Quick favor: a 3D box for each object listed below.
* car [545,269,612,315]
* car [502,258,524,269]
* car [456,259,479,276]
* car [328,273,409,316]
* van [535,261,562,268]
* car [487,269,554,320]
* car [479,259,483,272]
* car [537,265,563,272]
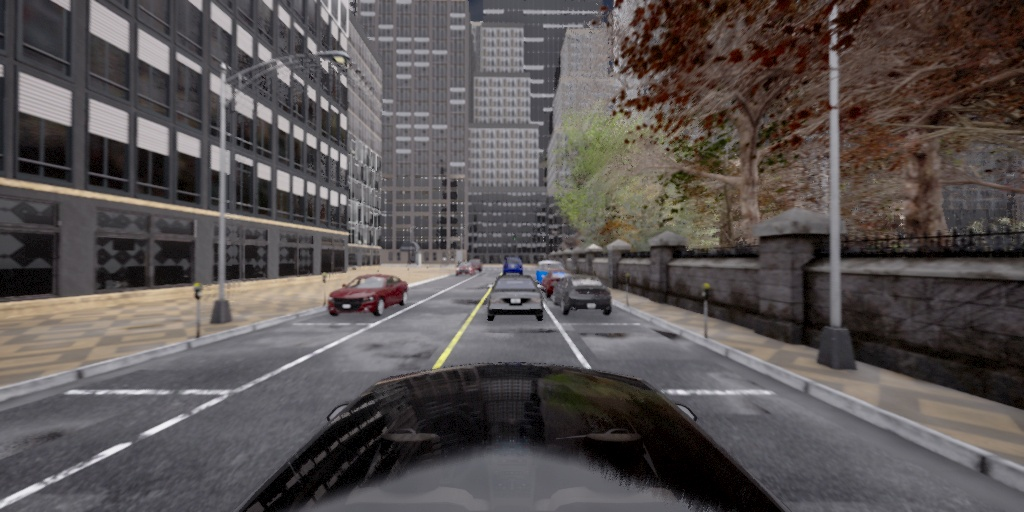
[{"bbox_3d":[2.563,1.380,13.761,2.007,1.370,4.403,0,0,0],"label":"car"},{"bbox_3d":[0.092,1.212,39.164,2.150,2.045,5.566,0,0,0],"label":"car"},{"bbox_3d":[-5.324,1.446,41.488,1.967,1.591,4.097,0,0,0],"label":"car"},{"bbox_3d":[-5.318,1.375,13.763,1.888,1.381,4.507,0,0,0],"label":"car"},{"bbox_3d":[2.560,1.242,24.852,1.690,1.789,3.998,0,0,0],"label":"van"},{"bbox_3d":[0.099,1.372,12.976,2.033,1.411,5.357,0,0,0],"label":"car"},{"bbox_3d":[-5.396,1.387,52.574,2.192,1.841,5.009,0,0,0],"label":"car"},{"bbox_3d":[2.561,1.411,19.307,1.888,1.381,4.507,0,0,0],"label":"car"}]
